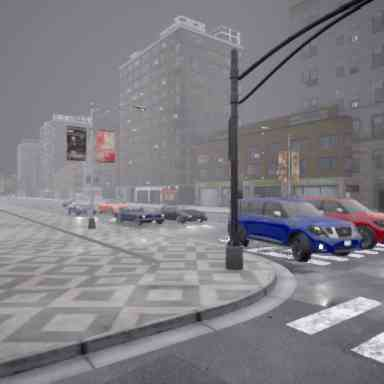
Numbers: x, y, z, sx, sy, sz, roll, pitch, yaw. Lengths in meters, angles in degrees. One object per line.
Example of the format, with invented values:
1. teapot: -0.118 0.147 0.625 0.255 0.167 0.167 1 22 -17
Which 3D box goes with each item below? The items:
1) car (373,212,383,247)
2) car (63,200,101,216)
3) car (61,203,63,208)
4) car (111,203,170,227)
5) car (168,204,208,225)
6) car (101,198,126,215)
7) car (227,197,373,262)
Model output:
1. car: 6.535 1.244 15.121 2.150 2.045 5.566 0 0 -36
2. car: -11.380 1.646 34.205 1.812 1.442 4.674 0 0 -36
3. car: -17.477 1.824 48.260 1.895 1.301 4.718 0 0 -36
4. car: -3.812 1.678 23.805 1.895 1.301 4.718 0 0 -36
5. car: -1.064 1.623 25.553 2.033 1.411 5.357 0 0 -36
6. car: -8.282 1.469 35.478 2.097 1.767 4.553 0 0 -36
7. car: 3.557 1.244 12.805 2.150 2.045 5.566 1 0 -28
